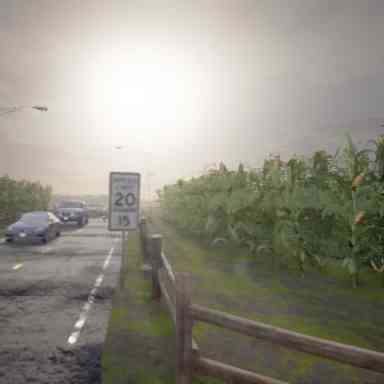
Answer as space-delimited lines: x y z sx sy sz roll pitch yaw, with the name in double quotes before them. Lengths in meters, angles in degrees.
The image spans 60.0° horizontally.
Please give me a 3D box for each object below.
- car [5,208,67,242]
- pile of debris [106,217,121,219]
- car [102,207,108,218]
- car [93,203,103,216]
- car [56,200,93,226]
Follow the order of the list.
"car" -8.372 1.803 17.979 1.812 1.442 4.674 2 -1 -10
"pile of debris" -9.038 2.969 38.304 1.500 0.140 1.860 2 -2 -10
"car" -9.232 2.429 39.781 1.895 1.301 4.718 2 -2 -9
"car" -12.739 2.199 43.651 2.097 1.767 4.553 2 -1 -10
"car" -10.152 1.724 28.277 2.150 2.045 5.566 2 -1 -10
